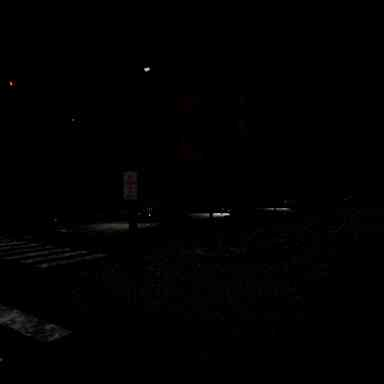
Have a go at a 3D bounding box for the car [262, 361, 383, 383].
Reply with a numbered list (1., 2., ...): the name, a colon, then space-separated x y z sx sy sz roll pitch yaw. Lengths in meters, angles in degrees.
1. car: 2.178 1.551 1.289 4.403 1.369 2.008 0 0 36

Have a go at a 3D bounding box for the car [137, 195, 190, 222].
1. car: -2.426 1.249 27.081 2.150 2.045 5.566 0 0 35

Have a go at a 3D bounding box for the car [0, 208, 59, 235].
1. car: -9.589 1.556 16.984 2.033 1.411 5.357 0 0 35

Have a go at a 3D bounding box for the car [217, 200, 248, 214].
1. car: 4.461 1.616 36.766 1.994 1.385 4.181 0 0 37

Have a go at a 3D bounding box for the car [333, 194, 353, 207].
1. car: 24.063 1.346 52.899 2.150 2.045 5.566 0 0 35

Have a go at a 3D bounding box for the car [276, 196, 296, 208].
1. car: 13.962 1.441 50.058 2.097 1.767 4.553 0 0 35
